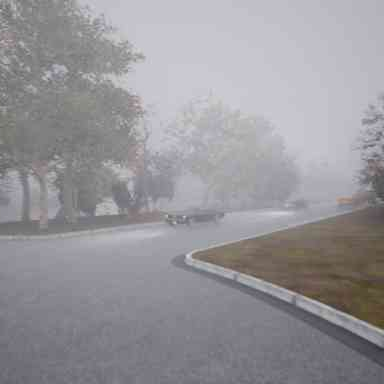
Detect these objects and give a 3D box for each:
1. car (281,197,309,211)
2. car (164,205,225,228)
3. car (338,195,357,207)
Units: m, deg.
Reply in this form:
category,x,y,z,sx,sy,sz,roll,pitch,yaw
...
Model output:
category,x,y,z,sx,sy,sz,roll,pitch,yaw
car,11.565,1.275,37.314,2.128,1.511,4.902,-1,0,37
car,0.250,1.591,22.489,1.895,1.301,4.718,-1,0,37
car,20.179,1.106,42.617,1.882,1.535,5.008,-1,0,38
